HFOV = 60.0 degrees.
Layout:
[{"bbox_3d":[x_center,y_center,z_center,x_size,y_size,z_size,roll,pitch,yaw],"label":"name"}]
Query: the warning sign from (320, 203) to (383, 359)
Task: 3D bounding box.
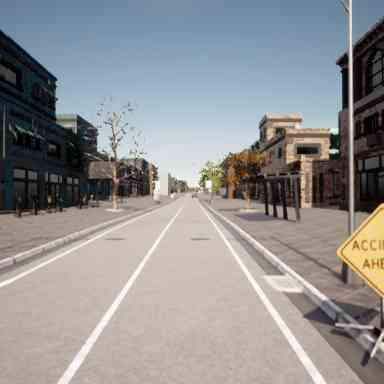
[{"bbox_3d":[2.632,1.095,4.577,1.300,1.860,1.060,-1,-1,0],"label":"warning sign"}]
